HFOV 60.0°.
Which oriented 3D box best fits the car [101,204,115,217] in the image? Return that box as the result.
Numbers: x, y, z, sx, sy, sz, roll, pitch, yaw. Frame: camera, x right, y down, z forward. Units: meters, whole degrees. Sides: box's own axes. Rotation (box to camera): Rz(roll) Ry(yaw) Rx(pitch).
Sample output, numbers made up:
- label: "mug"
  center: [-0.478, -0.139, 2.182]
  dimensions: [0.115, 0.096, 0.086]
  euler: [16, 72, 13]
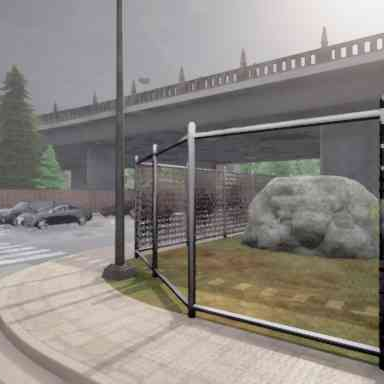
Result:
- label: "car"
  center: [-6.288, 1.527, 31.310]
  dimensions: [1.882, 1.535, 5.008]
  euler: [0, 0, 36]

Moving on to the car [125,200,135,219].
- label: "car"
  center: [-3.437, 1.576, 29.279]
  dimensions: [1.812, 1.442, 4.674]
  euler: [0, 0, 36]

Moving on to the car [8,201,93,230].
- label: "car"
  center: [-8.836, 1.541, 21.748]
  dimensions: [2.128, 1.511, 4.902]
  euler: [0, 0, 36]

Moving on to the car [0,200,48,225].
- label: "car"
  center: [-11.660, 1.401, 23.814]
  dimensions: [2.097, 1.767, 4.553]
  euler: [0, 0, 36]
